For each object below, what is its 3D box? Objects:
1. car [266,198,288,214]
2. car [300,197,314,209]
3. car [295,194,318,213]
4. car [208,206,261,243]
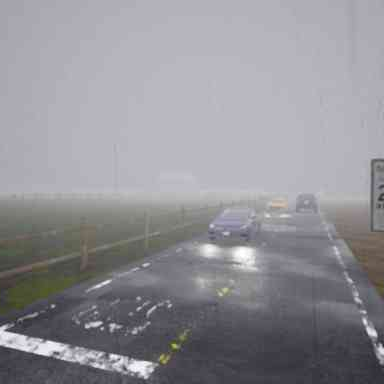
[{"bbox_3d":[8.959,1.385,34.865,1.882,1.535,5.008,1,0,20],"label":"car"},{"bbox_3d":[16.109,1.489,46.546,1.812,1.442,4.674,1,1,20],"label":"car"},{"bbox_3d":[12.485,1.183,36.221,2.150,2.045,5.566,1,0,19],"label":"car"},{"bbox_3d":[2.203,1.446,15.989,1.812,1.442,4.674,1,1,20],"label":"car"}]
